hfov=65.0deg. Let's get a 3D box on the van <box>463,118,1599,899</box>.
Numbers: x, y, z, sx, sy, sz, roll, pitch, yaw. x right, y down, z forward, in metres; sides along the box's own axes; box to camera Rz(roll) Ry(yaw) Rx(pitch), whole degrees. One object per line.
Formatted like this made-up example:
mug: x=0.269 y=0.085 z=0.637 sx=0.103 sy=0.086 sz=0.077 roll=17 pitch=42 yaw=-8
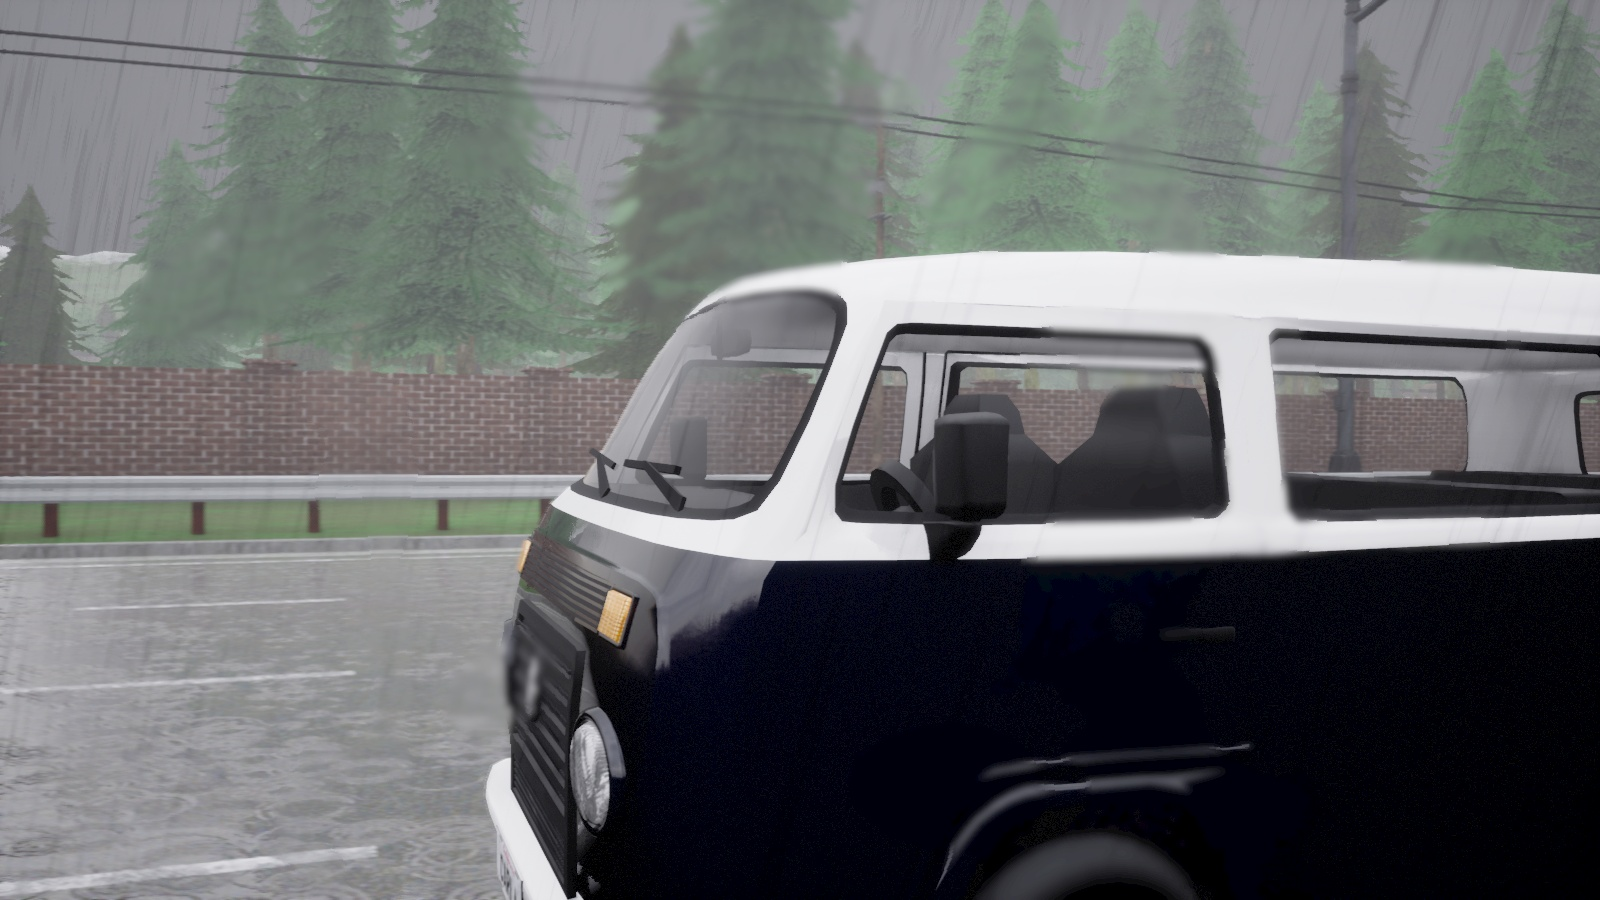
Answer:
van: x=1.417 y=0.445 z=3.774 sx=4.480 sy=2.038 sz=2.069 roll=-1 pitch=1 yaw=-21
